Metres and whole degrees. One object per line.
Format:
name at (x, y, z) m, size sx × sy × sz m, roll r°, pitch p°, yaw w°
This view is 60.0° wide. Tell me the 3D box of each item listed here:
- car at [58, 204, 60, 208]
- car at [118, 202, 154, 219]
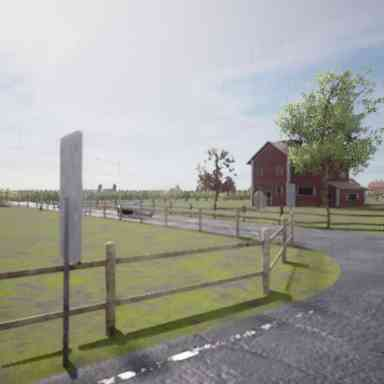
car at (-18.474, 1.989, 49.708) m, size 2.033 × 1.411 × 5.357 m, roll 1°, pitch -1°, yaw -36°
car at (-5.372, 1.732, 31.620) m, size 2.128 × 1.511 × 4.902 m, roll 1°, pitch -1°, yaw -36°
